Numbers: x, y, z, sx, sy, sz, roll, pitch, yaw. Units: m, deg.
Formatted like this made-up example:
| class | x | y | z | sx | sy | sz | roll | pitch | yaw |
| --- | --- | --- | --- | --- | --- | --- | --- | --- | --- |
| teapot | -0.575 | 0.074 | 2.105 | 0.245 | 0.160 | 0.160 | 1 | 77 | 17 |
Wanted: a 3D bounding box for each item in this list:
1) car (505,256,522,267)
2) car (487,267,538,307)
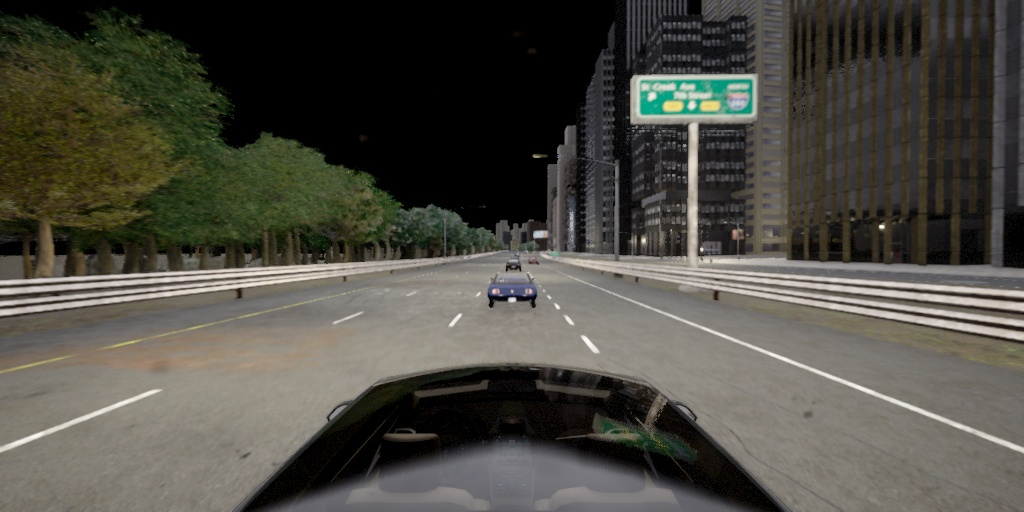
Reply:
| class | x | y | z | sx | sy | sz | roll | pitch | yaw |
| --- | --- | --- | --- | --- | --- | --- | --- | --- | --- |
| car | 0.194 | 1.061 | 43.836 | 1.882 | 1.535 | 5.008 | 0 | 0 | 1 |
| car | 0.020 | 1.325 | 15.348 | 1.895 | 1.301 | 4.718 | 0 | 0 | 0 |
